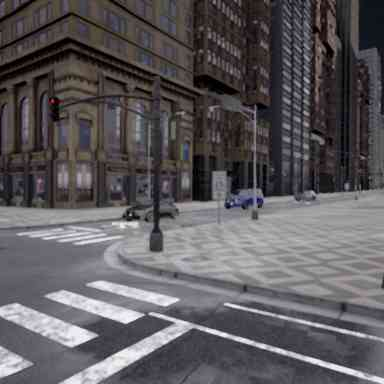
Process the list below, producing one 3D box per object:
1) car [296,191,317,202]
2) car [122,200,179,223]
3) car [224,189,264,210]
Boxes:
[{"bbox_3d":[17.401,0.564,50.586,2.097,1.767,4.553,1,1,36],"label":"car"},{"bbox_3d":[-2.733,1.236,22.661,1.994,1.385,4.181,1,1,35],"label":"car"},{"bbox_3d":[5.417,0.699,34.009,2.150,2.045,5.566,1,2,36],"label":"car"}]
